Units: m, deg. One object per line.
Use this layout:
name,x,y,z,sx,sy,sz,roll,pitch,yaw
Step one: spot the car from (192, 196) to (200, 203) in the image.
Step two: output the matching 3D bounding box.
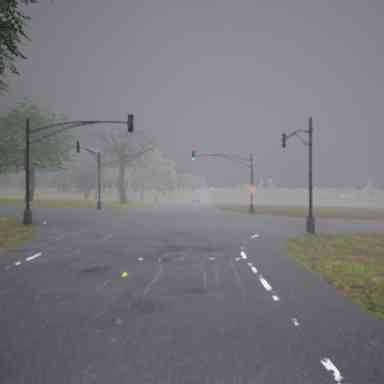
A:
car,0.932,1.854,77.284,1.994,1.385,4.181,0,-1,1

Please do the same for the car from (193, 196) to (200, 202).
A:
car,1.144,1.926,87.323,1.837,1.490,4.892,0,-1,1
